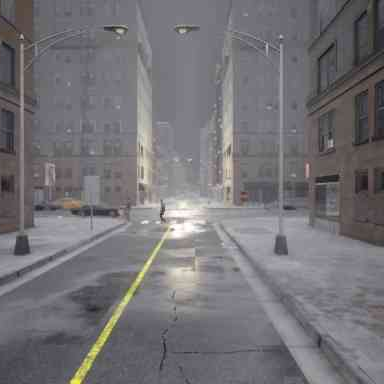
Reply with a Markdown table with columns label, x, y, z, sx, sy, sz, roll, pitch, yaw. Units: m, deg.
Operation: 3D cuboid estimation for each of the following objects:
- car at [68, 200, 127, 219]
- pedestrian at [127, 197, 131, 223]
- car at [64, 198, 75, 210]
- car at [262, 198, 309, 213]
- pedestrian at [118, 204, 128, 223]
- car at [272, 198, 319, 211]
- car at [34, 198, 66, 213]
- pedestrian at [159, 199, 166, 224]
| label | x | y | z | sx | sy | sz | roll | pitch | yaw |
| --- | --- | --- | --- | --- | --- | --- | --- | --- | --- |
| car | -7.985 | 1.616 | 29.082 | 4.718 | 1.301 | 1.895 | 0 | 0 | 14 |
| pedestrian | -4.530 | 1.293 | 23.818 | 0.375 | 1.860 | 0.375 | 0 | 0 | 0 |
| car | -15.373 | 1.494 | 39.787 | 5.008 | 1.535 | 1.882 | 0 | 0 | 0 |
| car | 10.179 | 1.474 | 36.529 | 4.902 | 1.511 | 2.128 | 0 | 0 | 0 |
| pedestrian | -4.778 | 1.520 | 22.549 | 0.500 | 1.100 | 0.500 | 0 | 0 | 0 |
| car | 12.275 | 1.467 | 39.778 | 4.902 | 1.511 | 2.128 | 0 | 0 | 0 |
| car | -16.899 | 1.623 | 36.538 | 4.718 | 1.301 | 1.895 | 0 | 0 | 0 |
| pedestrian | -2.031 | 1.293 | 23.143 | 0.375 | 1.860 | 0.375 | 0 | 0 | 0 |
